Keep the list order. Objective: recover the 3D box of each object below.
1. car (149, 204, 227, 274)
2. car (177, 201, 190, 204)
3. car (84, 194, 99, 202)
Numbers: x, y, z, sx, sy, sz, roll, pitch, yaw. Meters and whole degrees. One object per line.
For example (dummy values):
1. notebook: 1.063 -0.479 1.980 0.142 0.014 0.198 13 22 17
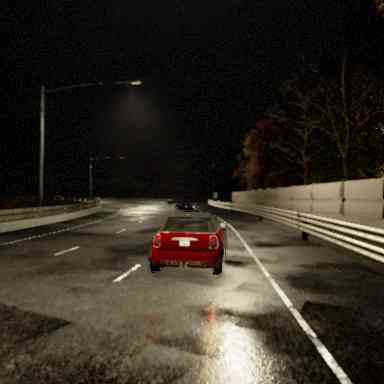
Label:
1. car: 0.059 1.451 11.189 2.097 1.767 4.553 0 -1 7
2. car: -1.185 1.969 47.375 1.994 1.385 4.181 1 -1 -11
3. car: -26.265 1.831 88.250 2.097 1.767 4.553 1 -1 -36
